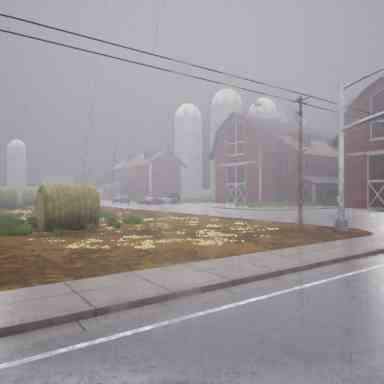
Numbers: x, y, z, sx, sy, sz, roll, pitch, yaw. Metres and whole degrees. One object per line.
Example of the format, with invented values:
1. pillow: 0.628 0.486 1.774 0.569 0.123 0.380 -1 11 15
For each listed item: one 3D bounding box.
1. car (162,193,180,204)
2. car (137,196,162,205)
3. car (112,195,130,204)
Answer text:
1. car: -3.967 1.118 57.661 3.866 1.878 1.905 -2 5 11
2. car: -7.506 1.481 55.595 1.812 1.442 4.674 0 0 -36
3. car: -13.738 1.325 64.023 2.097 1.767 4.553 0 0 -37
